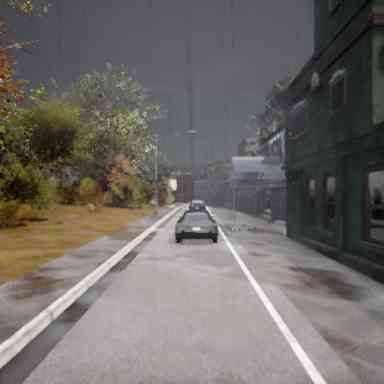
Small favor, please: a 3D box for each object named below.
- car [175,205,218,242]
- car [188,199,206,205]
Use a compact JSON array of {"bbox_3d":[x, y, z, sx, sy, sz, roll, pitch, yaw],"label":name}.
[{"bbox_3d":[0.227,1.571,16.410,1.994,1.385,4.181,0,0,1],"label":"car"},{"bbox_3d":[0.590,1.543,37.365,1.812,1.442,4.674,0,0,1],"label":"car"}]
